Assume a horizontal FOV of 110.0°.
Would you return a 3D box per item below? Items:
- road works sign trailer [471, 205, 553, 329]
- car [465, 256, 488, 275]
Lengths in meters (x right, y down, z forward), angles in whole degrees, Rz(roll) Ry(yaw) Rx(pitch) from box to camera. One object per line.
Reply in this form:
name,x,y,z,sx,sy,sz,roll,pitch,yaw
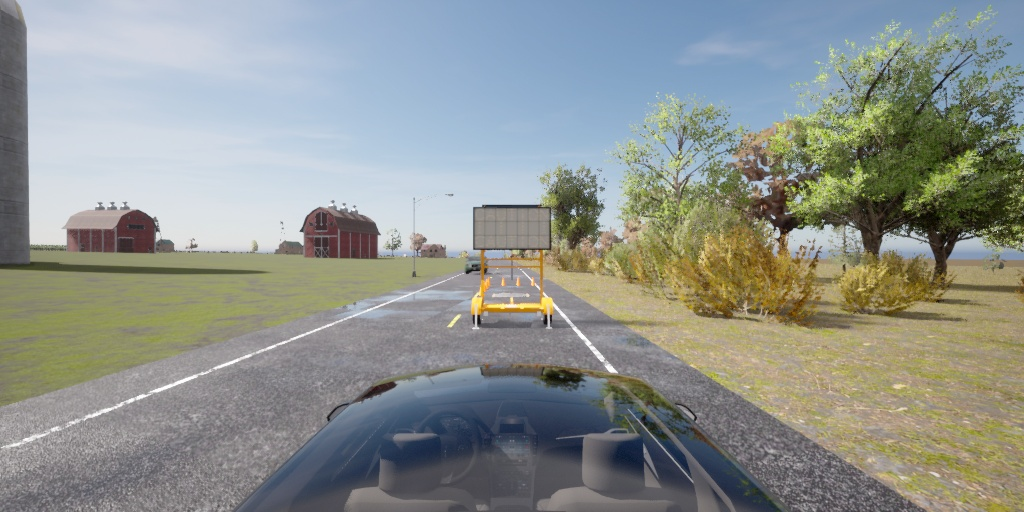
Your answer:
road works sign trailer,0.000,0.213,11.192,2.380,3.560,2.880,0,0,0
car,-3.859,0.969,39.310,2.150,2.045,5.566,0,0,-1
